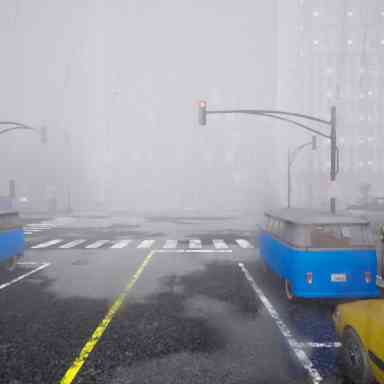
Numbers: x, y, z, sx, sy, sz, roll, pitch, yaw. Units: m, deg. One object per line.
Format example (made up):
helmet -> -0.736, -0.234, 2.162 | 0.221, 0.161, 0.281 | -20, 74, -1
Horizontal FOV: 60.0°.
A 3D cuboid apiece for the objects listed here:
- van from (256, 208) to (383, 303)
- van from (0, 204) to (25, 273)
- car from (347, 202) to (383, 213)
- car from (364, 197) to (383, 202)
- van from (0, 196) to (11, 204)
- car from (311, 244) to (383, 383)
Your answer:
van -> 2.687, 1.339, 7.948 | 1.690, 1.788, 3.998 | -1, 0, 0
van -> -5.693, 1.339, 7.986 | 1.690, 1.788, 3.998 | -1, 0, 0
car -> 13.730, 1.653, 24.682 | 4.718, 1.301, 1.895 | 0, 1, 0
car -> 15.271, 1.339, 27.264 | 5.009, 1.841, 2.192 | 0, 1, 0
van -> -17.119, 1.201, 27.495 | 3.998, 1.788, 1.690 | 0, 1, 0
car -> 2.683, 1.525, 2.516 | 1.752, 1.417, 4.829 | -1, 0, 0
